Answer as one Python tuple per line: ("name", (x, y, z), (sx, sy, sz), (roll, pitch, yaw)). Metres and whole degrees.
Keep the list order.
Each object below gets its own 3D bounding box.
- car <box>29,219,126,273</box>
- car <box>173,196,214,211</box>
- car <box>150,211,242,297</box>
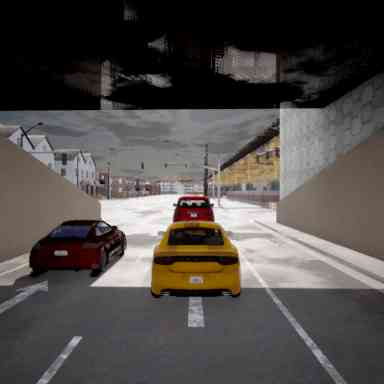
("car", (-3.418, 1.564, 10.686), (1.994, 1.385, 4.181), (0, 0, 0))
("car", (0.086, 1.223, 18.752), (2.150, 2.045, 5.566), (0, 0, 0))
("car", (0.082, 1.478, 8.647), (1.882, 1.535, 5.008), (0, 0, 0))
